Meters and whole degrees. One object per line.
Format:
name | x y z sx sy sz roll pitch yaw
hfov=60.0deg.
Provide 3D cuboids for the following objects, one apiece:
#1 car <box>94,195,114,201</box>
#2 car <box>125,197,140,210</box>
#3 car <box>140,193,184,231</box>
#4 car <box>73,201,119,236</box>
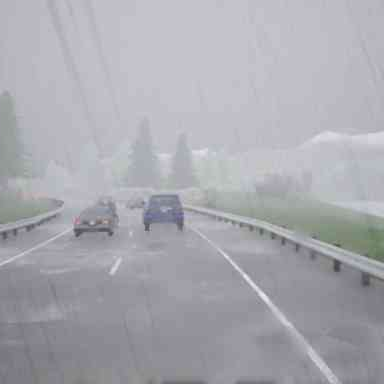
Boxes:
car | -9.558 1.137 36.257 2.097 1.767 4.553 0 0 -18
car | -6.507 1.311 38.363 2.033 1.411 5.357 0 0 -19
car | -1.829 1.094 19.958 2.150 2.045 5.566 0 0 -10
car | -4.958 1.443 17.659 2.033 1.411 5.357 0 0 -9
